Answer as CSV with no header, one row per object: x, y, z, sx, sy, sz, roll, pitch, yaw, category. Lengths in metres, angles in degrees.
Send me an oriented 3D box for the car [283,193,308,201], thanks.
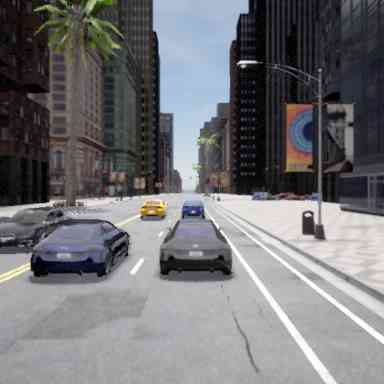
22.760,1.348,73.560,4.206,1.307,1.802,0,0,0,car

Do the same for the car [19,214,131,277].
-3.149,1.530,10.190,1.994,1.385,4.181,0,0,0,car

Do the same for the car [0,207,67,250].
-6.595,1.458,14.130,1.837,1.490,4.892,0,0,0,car

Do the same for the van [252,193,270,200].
17.079,1.061,82.082,3.998,1.788,1.690,0,0,0,van

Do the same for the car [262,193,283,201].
17.082,1.320,73.558,4.403,1.369,2.008,0,0,0,car

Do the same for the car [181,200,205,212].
0.105,1.386,28.266,1.882,1.535,5.008,0,0,0,car

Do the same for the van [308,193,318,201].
28.437,1.103,73.559,3.998,1.788,1.690,0,0,0,van

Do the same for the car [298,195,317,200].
28.434,1.294,82.086,4.206,1.307,1.802,0,0,0,car

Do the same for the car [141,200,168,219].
-3.146,1.386,28.243,1.882,1.535,5.008,0,0,0,car

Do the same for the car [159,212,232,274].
0.101,1.529,10.430,1.994,1.385,4.181,0,0,0,car
